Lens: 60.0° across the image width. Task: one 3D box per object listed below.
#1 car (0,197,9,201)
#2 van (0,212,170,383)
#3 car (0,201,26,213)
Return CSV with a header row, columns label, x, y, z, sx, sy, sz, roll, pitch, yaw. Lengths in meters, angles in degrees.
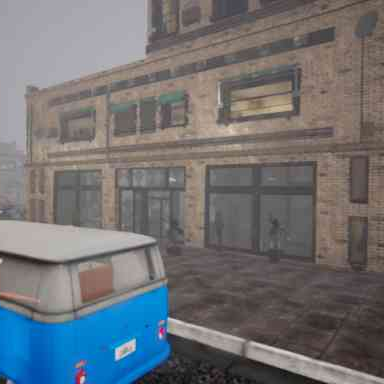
label,x,y,z,sx,sy,sz,roll,pitch,yaw
car,-22.093,1.402,35.606,2.192,1.841,5.009,0,0,36
van,-2.172,1.339,4.402,3.998,1.788,1.690,0,1,35
car,-15.334,1.786,30.657,1.947,1.339,4.313,0,0,36
